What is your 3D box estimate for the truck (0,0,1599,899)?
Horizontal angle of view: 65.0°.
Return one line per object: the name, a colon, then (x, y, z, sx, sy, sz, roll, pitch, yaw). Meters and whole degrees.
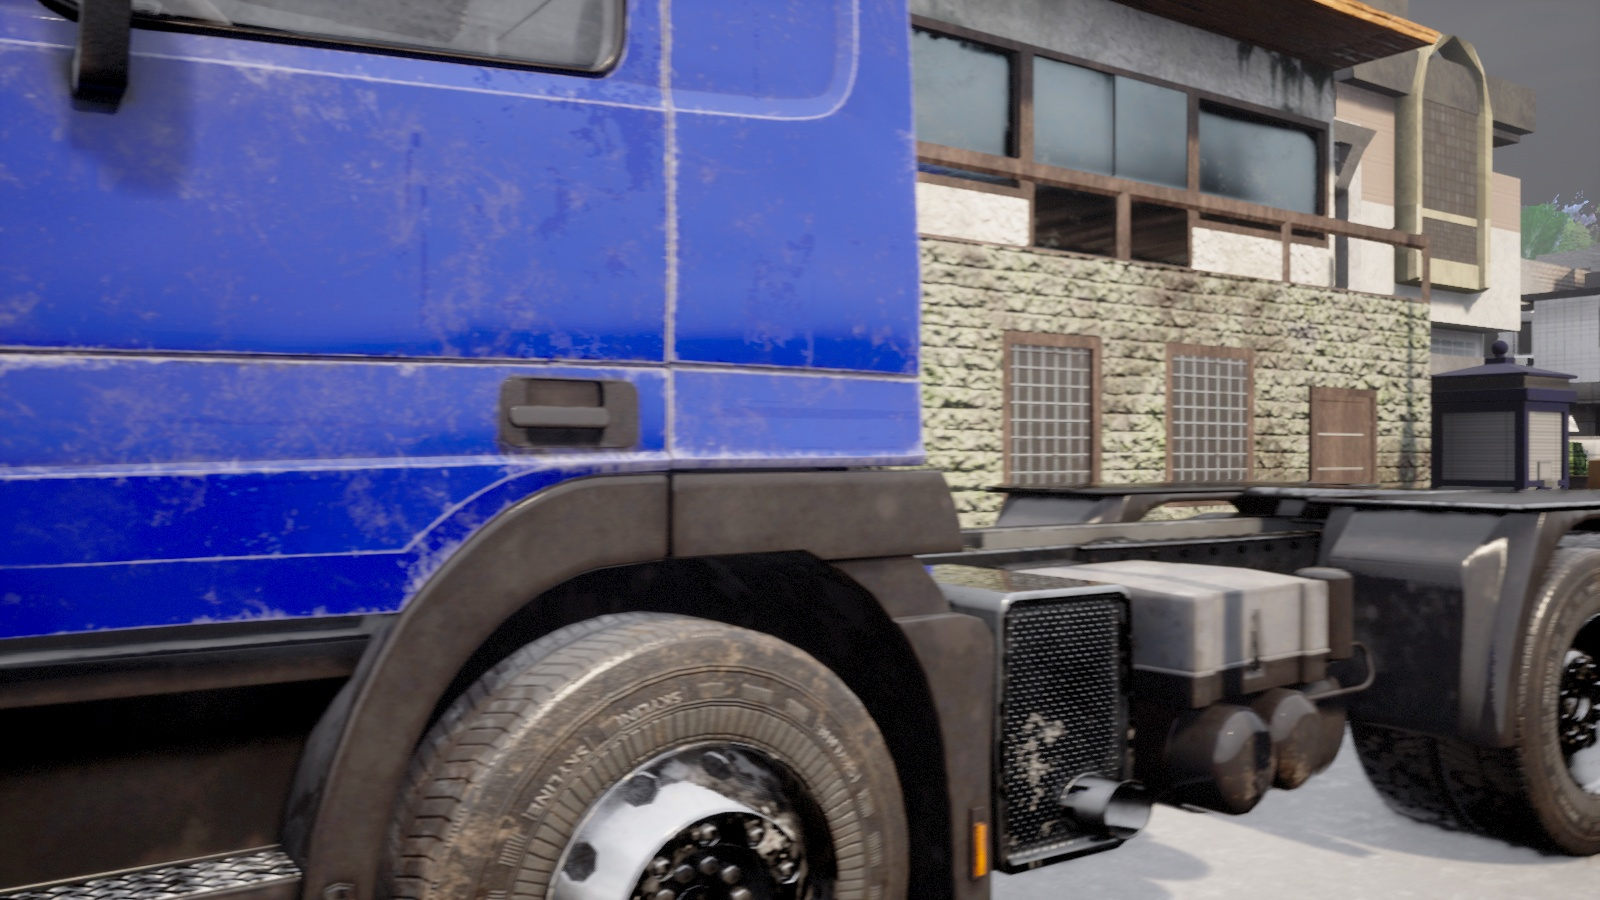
truck: (0.900, -0.227, 4.886, 7.936, 3.462, 2.891, 0, 0, -34)
